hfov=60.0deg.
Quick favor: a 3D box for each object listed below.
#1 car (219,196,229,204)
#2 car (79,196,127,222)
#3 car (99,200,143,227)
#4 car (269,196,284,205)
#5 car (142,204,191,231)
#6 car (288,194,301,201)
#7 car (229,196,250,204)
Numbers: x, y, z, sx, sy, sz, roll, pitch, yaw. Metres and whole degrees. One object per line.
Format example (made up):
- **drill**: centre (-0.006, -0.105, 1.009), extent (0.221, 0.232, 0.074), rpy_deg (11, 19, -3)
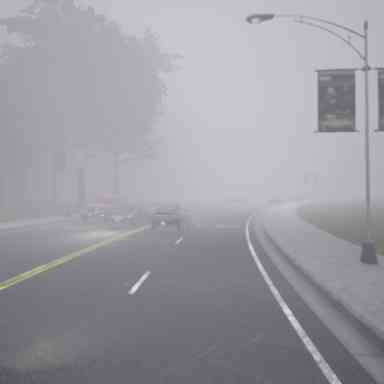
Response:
- **car**: centre (7.100, 1.518, 66.390), extent (1.882, 1.535, 5.008), rpy_deg (-1, 0, 28)
- **car**: centre (-6.987, 1.318, 27.237), extent (2.150, 2.045, 5.566), rpy_deg (0, 0, 11)
- **car**: centre (-4.329, 1.569, 23.616), extent (2.128, 1.511, 4.902), rpy_deg (0, 0, 10)
- **car**: centre (14.491, 1.468, 57.043), extent (1.837, 1.490, 4.892), rpy_deg (-1, 0, 26)
- **car**: centre (-1.258, 1.557, 21.167), extent (2.128, 1.511, 4.902), rpy_deg (0, 0, 9)
- **car**: centre (22.493, 1.186, 73.178), extent (1.812, 1.442, 4.674), rpy_deg (-1, 0, 35)
- **car**: centre (9.567, 1.559, 64.131), extent (2.033, 1.411, 5.357), rpy_deg (-1, 0, 28)
